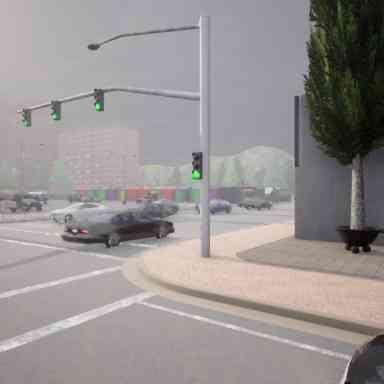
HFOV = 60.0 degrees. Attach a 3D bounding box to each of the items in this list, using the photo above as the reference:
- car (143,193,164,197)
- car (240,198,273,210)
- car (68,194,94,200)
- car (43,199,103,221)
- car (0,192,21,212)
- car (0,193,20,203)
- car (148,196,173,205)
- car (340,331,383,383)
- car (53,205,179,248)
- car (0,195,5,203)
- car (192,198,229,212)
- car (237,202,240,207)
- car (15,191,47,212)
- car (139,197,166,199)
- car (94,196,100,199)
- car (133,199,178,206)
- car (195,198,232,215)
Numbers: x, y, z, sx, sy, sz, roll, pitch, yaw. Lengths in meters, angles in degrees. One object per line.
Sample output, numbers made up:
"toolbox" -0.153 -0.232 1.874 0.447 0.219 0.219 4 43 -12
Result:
"car" -6.918 1.156 52.523 3.866 1.878 1.905 0 0 35
"car" 8.730 1.547 42.988 2.033 1.411 5.357 0 0 37
"car" -21.242 1.153 62.611 4.605 1.855 1.932 0 0 35
"car" -8.546 1.526 25.547 1.812 1.442 4.674 0 0 38
"car" -19.919 1.153 34.138 4.605 1.855 1.932 0 0 35
"car" -36.747 1.153 66.763 4.605 1.855 1.932 0 0 35
"car" -5.239 1.395 54.882 3.806 1.475 1.970 0 0 35
"car" 3.358 1.492 1.570 4.902 1.511 2.128 0 0 36
"car" -3.061 1.547 14.884 2.033 1.411 5.357 0 0 36
"car" -38.254 1.364 64.542 3.905 1.438 1.784 0 0 35
"car" 2.316 1.491 40.252 2.128 1.511 4.902 0 0 37
"car" 8.652 1.547 48.696 2.033 1.411 5.357 0 0 37
"car" -18.205 1.156 36.471 3.866 1.878 1.905 0 0 35
"car" -3.160 1.526 32.890 1.812 1.442 4.674 0 0 37
"car" -19.519 1.364 64.940 3.905 1.438 1.784 0 0 35
"car" -3.707 1.547 26.283 2.033 1.411 5.357 0 0 36
"car" 2.436 1.526 34.547 1.812 1.442 4.674 0 0 37
